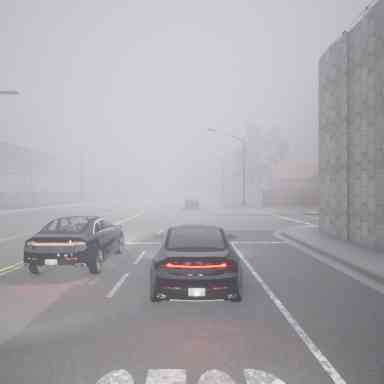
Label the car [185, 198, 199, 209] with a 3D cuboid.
[{"bbox_3d":[-0.026,1.491,44.224,2.128,1.511,4.902,0,0,0],"label":"car"}]

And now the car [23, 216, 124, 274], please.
[{"bbox_3d":[-3.430,1.492,10.509,2.128,1.511,4.902,0,0,0],"label":"car"}]

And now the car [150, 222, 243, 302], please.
[{"bbox_3d":[0.078,1.505,8.241,1.837,1.490,4.892,0,0,0],"label":"car"}]
